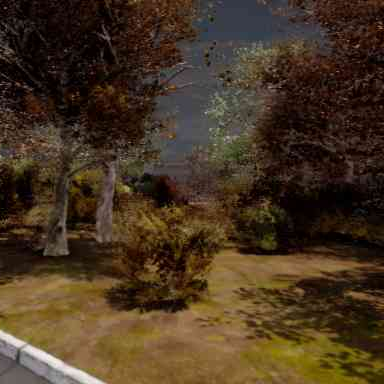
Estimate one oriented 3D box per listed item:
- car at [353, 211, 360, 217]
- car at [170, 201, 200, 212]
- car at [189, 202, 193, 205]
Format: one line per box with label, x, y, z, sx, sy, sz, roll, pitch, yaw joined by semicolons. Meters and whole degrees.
car;19.370;1.995;37.014;2.435;2.045;5.566;0;0;35
car;-0.970;2.181;51.528;2.097;1.535;5.008;0;0;35
car;1.291;2.195;49.918;2.097;1.535;5.008;0;0;35
